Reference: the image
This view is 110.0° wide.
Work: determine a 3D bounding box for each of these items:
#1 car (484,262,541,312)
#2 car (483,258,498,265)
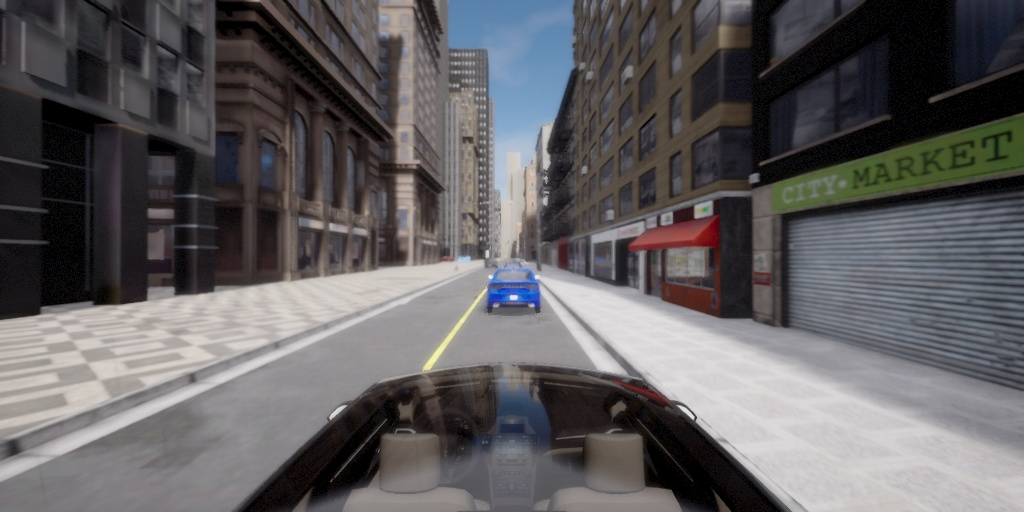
[{"bbox_3d":[0.073,1.166,13.975,1.882,1.535,5.008,0,0,0],"label":"car"},{"bbox_3d":[-3.065,1.073,52.848,1.837,1.490,4.892,0,0,0],"label":"car"}]
